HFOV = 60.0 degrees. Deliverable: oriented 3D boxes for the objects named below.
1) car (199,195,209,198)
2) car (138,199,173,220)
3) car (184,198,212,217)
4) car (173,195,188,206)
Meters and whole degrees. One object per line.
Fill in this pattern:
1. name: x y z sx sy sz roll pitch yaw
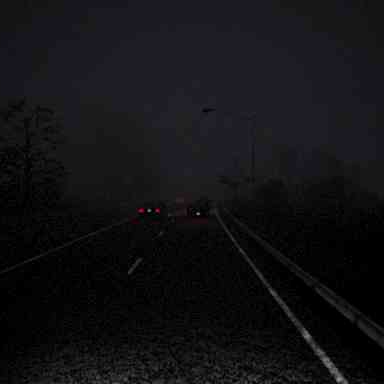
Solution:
1. car: 1.783 1.212 48.997 1.837 1.490 4.892 0 0 5
2. car: -2.999 1.388 26.622 2.033 1.411 5.357 0 0 2
3. car: 0.588 1.429 28.738 1.895 1.301 4.718 0 0 2
4. car: -1.733 1.186 48.963 1.882 1.535 5.008 0 0 4
